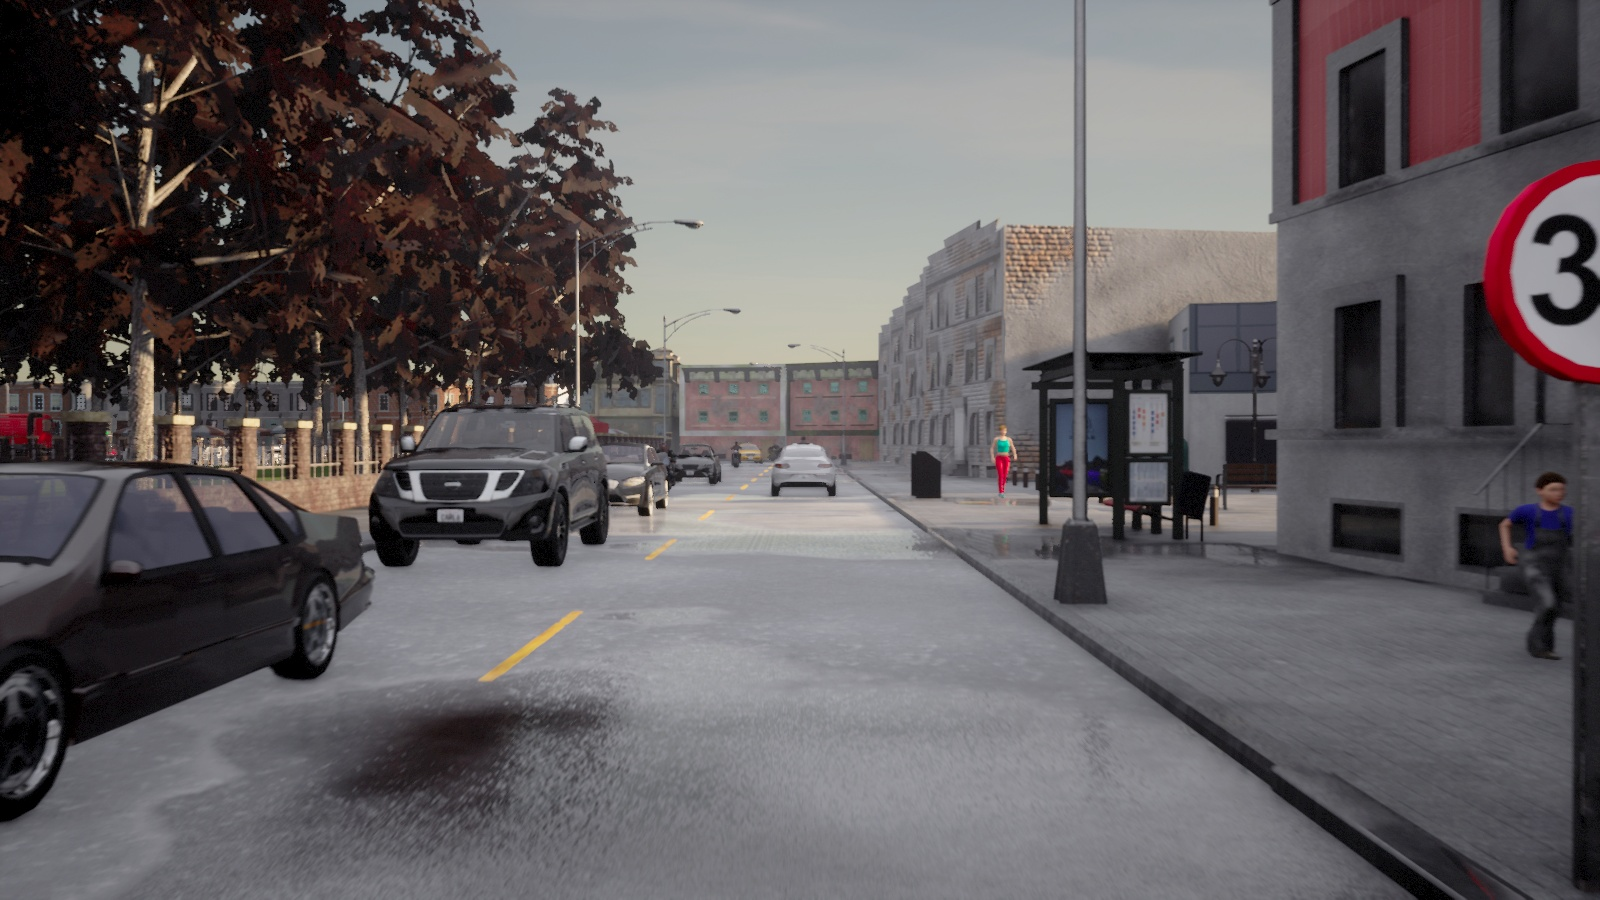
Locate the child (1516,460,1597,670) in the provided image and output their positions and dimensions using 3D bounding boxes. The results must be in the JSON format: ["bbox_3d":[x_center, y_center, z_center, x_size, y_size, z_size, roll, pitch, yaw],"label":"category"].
[{"bbox_3d":[4.706,0.696,7.825,0.270,1.263,0.437,0,0,6],"label":"child"}]

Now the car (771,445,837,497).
[{"bbox_3d":[0.117,0.564,36.883,1.812,1.442,4.674,0,0,0],"label":"car"}]

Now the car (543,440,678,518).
[{"bbox_3d":[-3.912,0.548,26.804,2.128,1.511,4.902,0,0,0],"label":"car"}]

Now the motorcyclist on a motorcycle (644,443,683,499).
[{"bbox_3d":[-3.886,0.577,35.797,0.866,1.530,2.191,0,0,0],"label":"motorcyclist on a motorcycle"}]

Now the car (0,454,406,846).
[{"bbox_3d":[-3.961,0.754,6.598,2.033,1.411,5.357,0,0,1],"label":"car"}]

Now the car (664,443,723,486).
[{"bbox_3d":[-3.858,0.497,46.095,1.816,1.474,4.193,0,0,0],"label":"car"}]

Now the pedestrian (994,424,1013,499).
[{"bbox_3d":[5.061,0.284,31.254,0.345,1.836,0.594,0,0,-5],"label":"pedestrian"}]

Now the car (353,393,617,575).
[{"bbox_3d":[-3.943,0.367,16.892,2.150,2.045,5.566,0,0,0],"label":"car"}]

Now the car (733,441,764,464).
[{"bbox_3d":[-3.725,0.177,89.819,1.801,1.575,5.366,0,0,-7],"label":"car"}]

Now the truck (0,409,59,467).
[{"bbox_3d":[-49.060,-0.706,76.732,2.891,3.462,7.936,0,0,0],"label":"truck"}]
